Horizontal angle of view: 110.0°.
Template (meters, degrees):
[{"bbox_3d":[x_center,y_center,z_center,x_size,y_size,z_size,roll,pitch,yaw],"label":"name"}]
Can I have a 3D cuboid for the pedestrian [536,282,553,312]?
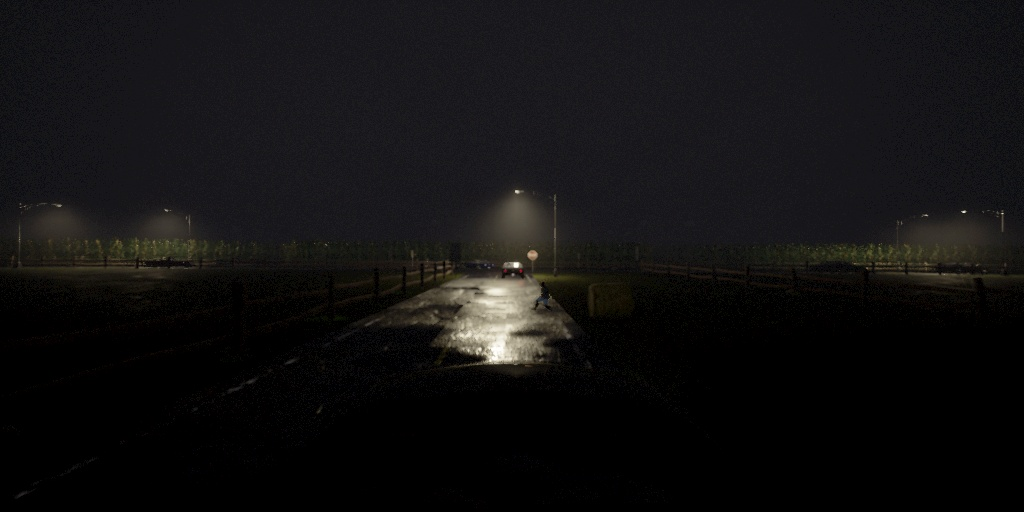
[{"bbox_3d":[1.163,0.992,12.469,0.375,1.860,0.375,1,-1,-3],"label":"pedestrian"}]

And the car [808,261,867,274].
[{"bbox_3d":[39.727,1.401,43.612,5.357,1.411,2.033,0,-1,1],"label":"car"}]

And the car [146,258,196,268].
[{"bbox_3d":[-41.761,0.843,44.035,4.718,1.301,1.895,0,-1,1],"label":"car"}]

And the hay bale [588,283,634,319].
[{"bbox_3d":[3.130,1.358,11.441,1.220,1.180,1.240,0,0,0],"label":"hay bale"}]

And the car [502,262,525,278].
[{"bbox_3d":[0.066,1.205,30.948,1.895,1.301,4.718,0,0,-1],"label":"car"}]

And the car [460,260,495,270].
[{"bbox_3d":[-4.323,1.099,43.910,4.718,1.301,1.895,0,-1,44],"label":"car"}]
